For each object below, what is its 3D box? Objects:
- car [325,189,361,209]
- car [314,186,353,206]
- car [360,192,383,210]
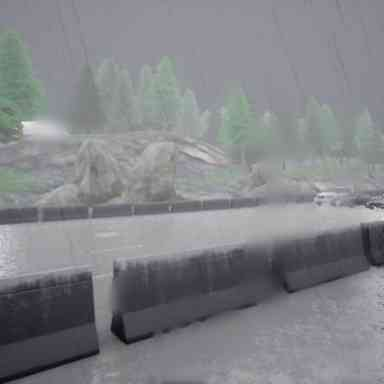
[{"bbox_3d":[15.493,0.786,32.221,4.902,1.511,2.128,-2,1,-35],"label":"car"},{"bbox_3d":[15.926,0.428,36.828,5.566,2.045,2.150,-2,1,-35],"label":"car"},{"bbox_3d":[17.457,0.845,29.328,5.357,1.411,2.033,-2,1,-35],"label":"car"}]
